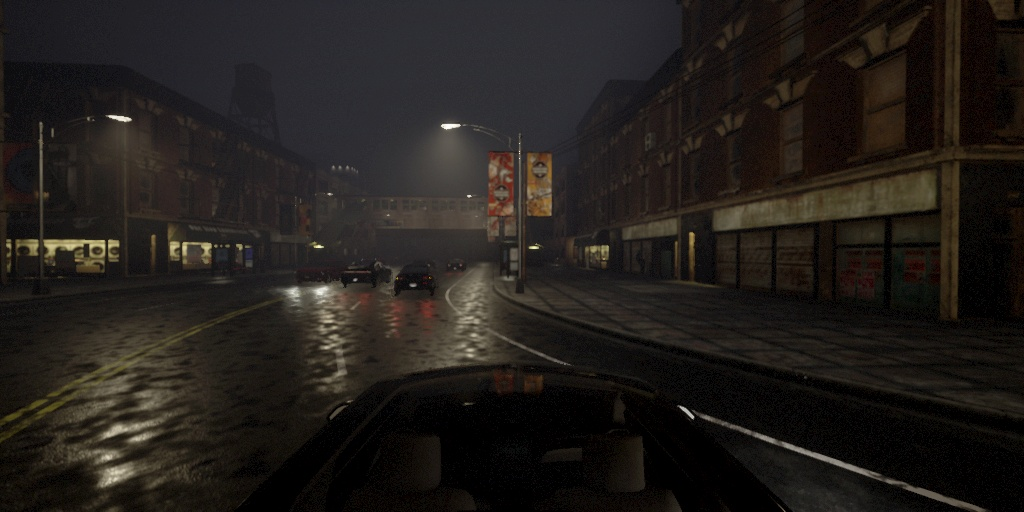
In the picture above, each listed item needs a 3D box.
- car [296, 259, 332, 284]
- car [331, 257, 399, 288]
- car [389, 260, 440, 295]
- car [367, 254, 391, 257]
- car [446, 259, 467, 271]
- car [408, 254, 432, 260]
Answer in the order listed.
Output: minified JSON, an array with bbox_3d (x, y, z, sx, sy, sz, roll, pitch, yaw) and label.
[{"bbox_3d":[-12.509,0.986,24.101,1.882,1.535,5.008,0,1,-4],"label":"car"},{"bbox_3d":[-8.529,1.038,21.399,2.128,1.511,4.902,0,1,-5],"label":"car"},{"bbox_3d":[-4.758,1.113,18.312,1.812,1.442,4.674,0,1,-8],"label":"car"},{"bbox_3d":[-16.981,0.477,44.244,2.097,1.767,4.553,0,1,-3],"label":"car"},{"bbox_3d":[-6.164,0.988,40.334,1.895,1.301,4.718,0,0,-3],"label":"car"},{"bbox_3d":[-9.615,0.862,39.385,1.882,1.535,5.008,0,0,-3],"label":"car"}]
